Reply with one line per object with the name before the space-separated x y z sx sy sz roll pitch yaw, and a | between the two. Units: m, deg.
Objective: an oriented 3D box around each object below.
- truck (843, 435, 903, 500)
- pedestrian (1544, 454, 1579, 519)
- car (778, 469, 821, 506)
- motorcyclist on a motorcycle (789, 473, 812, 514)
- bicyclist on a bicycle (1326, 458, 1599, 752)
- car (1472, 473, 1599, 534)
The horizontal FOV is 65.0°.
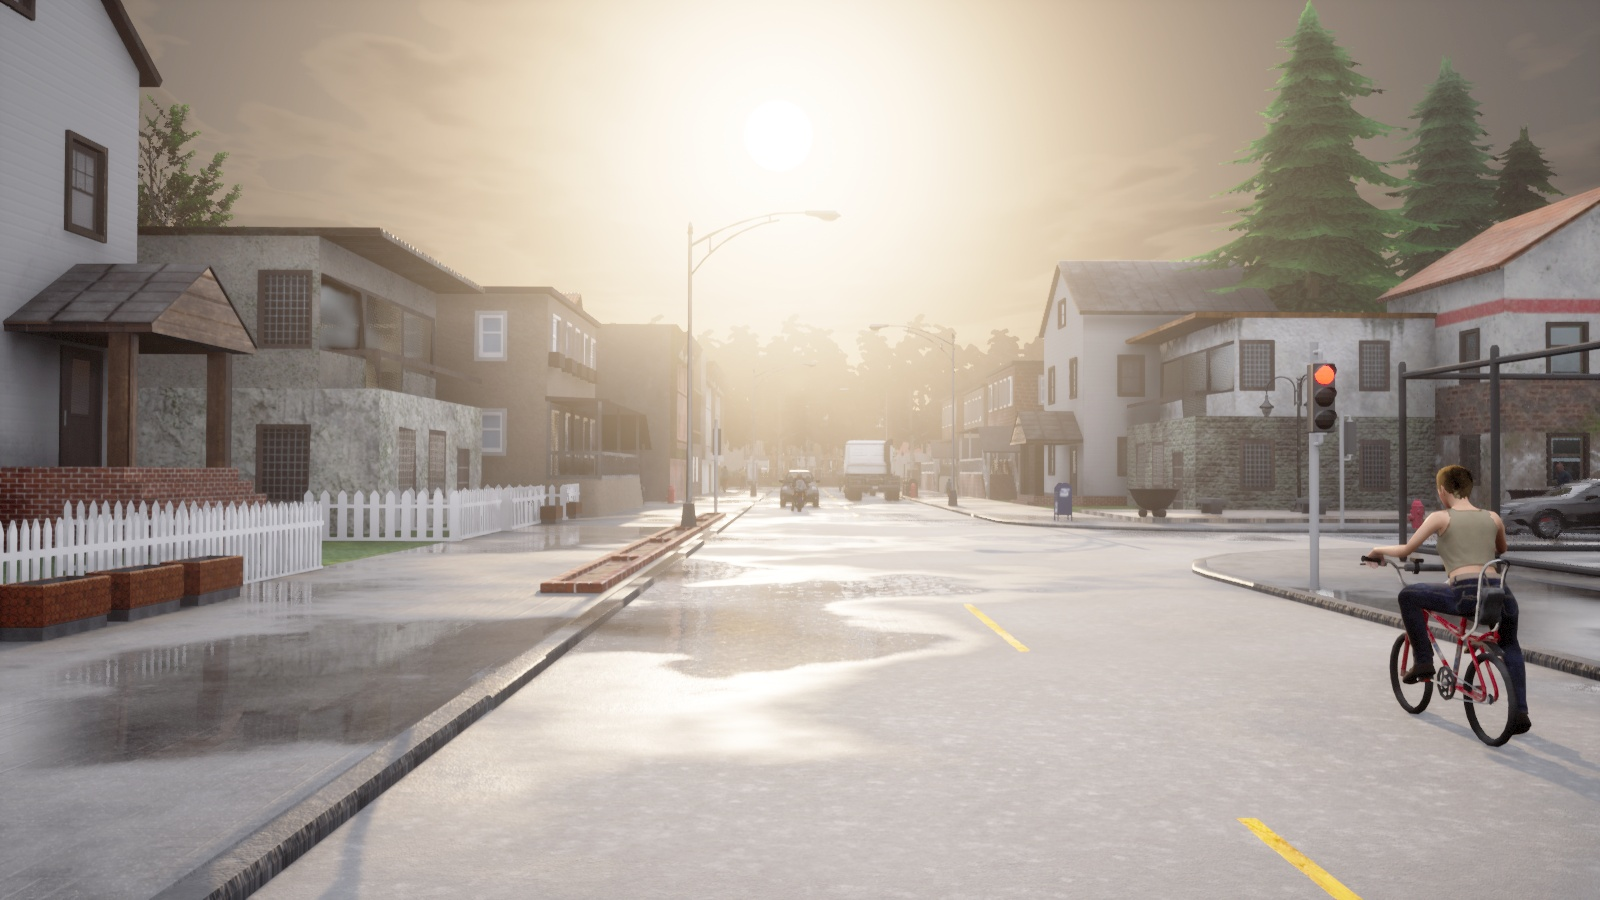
truck | 3.986 1.004 70.545 2.891 3.462 7.936 0 -1 0
pedestrian | 21.802 1.043 35.944 0.726 1.842 0.402 0 -1 1
car | -0.008 1.663 56.364 1.851 1.617 3.988 0 -1 0
motorcyclist on a motorcycle | -0.003 1.675 48.966 0.866 1.530 2.191 0 -1 0
bicyclist on a bicycle | 3.966 0.865 7.676 0.866 1.612 1.509 0 -1 1
car | 19.341 1.283 30.871 4.674 1.442 1.812 0 -1 0
